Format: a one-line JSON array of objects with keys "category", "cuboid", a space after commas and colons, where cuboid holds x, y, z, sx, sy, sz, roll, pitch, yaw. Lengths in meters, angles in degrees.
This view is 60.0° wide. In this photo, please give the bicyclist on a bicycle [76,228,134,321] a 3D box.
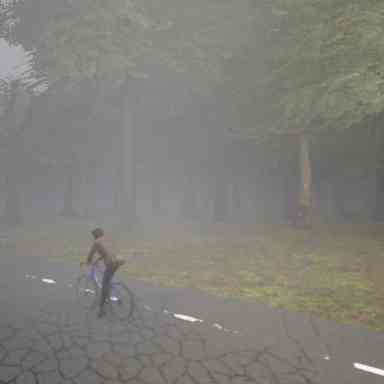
[{"category": "bicyclist on a bicycle", "cuboid": [-1.680, 1.513, 6.258, 1.656, 1.620, 0.582, -1, -1, 36]}]
